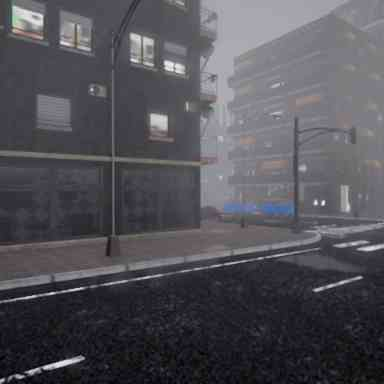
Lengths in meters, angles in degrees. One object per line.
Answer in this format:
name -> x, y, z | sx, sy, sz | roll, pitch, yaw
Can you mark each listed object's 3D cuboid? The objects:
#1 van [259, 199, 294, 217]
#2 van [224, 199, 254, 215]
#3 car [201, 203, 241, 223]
van -> 8.586, 1.584, 33.664 | 1.690, 1.788, 3.998 | -1, 0, -36
van -> 5.263, 1.657, 38.174 | 1.690, 1.788, 3.998 | -1, 0, -36
car -> 1.854, 1.862, 28.736 | 1.802, 1.307, 4.206 | -1, 0, -36
